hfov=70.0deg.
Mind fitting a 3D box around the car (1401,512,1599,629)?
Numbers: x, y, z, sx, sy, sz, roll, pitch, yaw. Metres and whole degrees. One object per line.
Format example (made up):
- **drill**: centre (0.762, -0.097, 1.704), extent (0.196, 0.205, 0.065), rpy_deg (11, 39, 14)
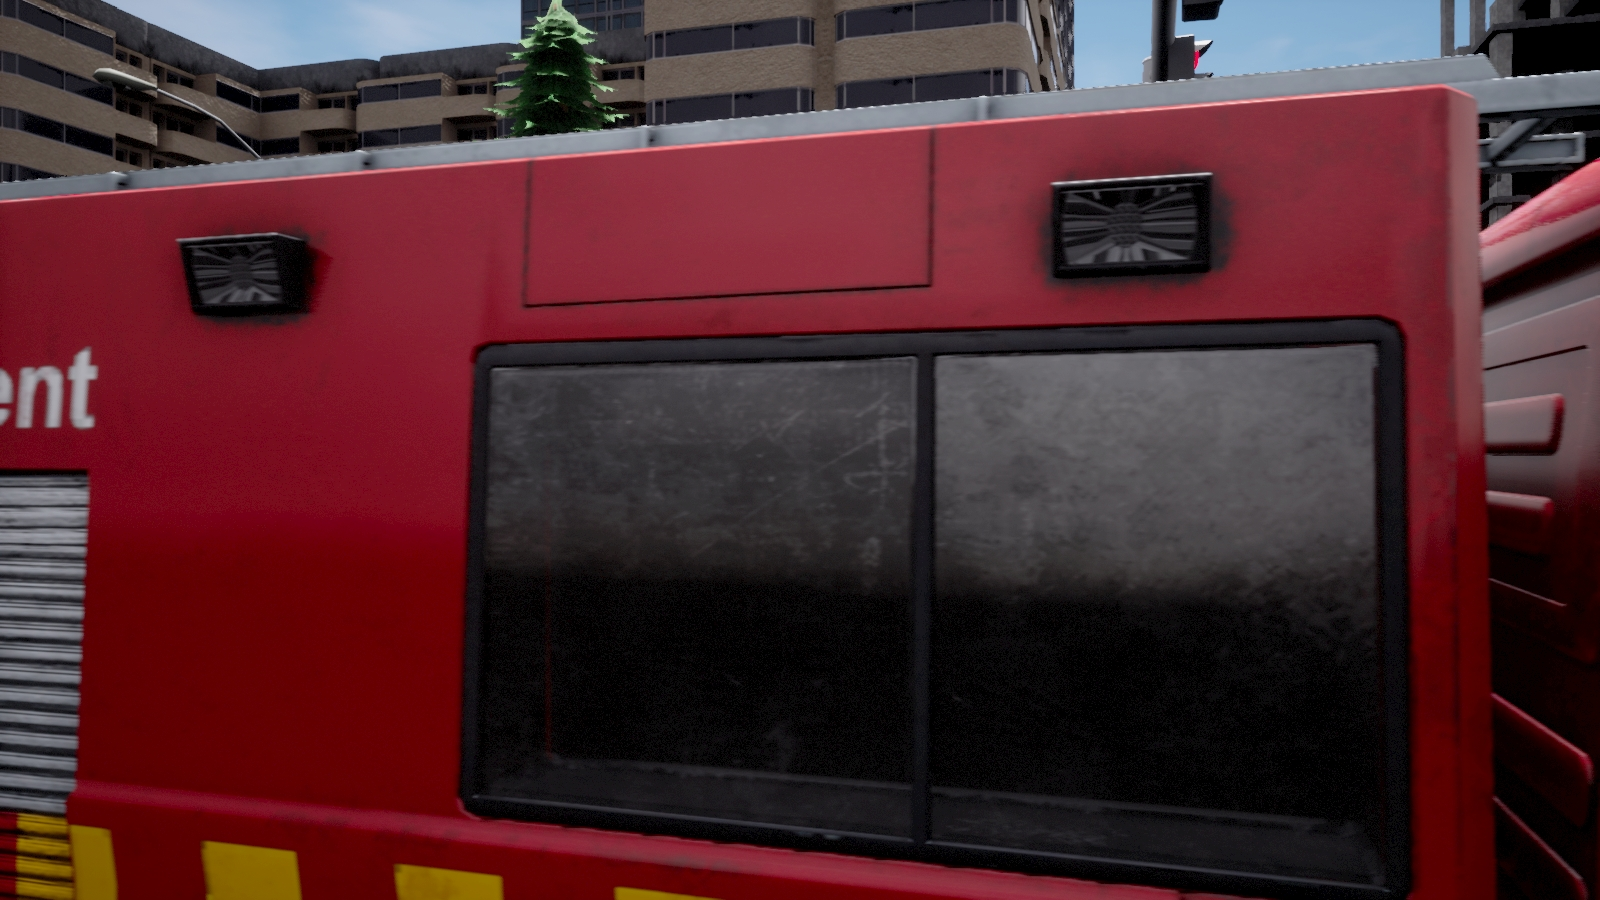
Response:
- **car**: centre (12.484, 2.038, 20.491), extent (2.038, 1.542, 4.974), rpy_deg (0, 0, 16)
